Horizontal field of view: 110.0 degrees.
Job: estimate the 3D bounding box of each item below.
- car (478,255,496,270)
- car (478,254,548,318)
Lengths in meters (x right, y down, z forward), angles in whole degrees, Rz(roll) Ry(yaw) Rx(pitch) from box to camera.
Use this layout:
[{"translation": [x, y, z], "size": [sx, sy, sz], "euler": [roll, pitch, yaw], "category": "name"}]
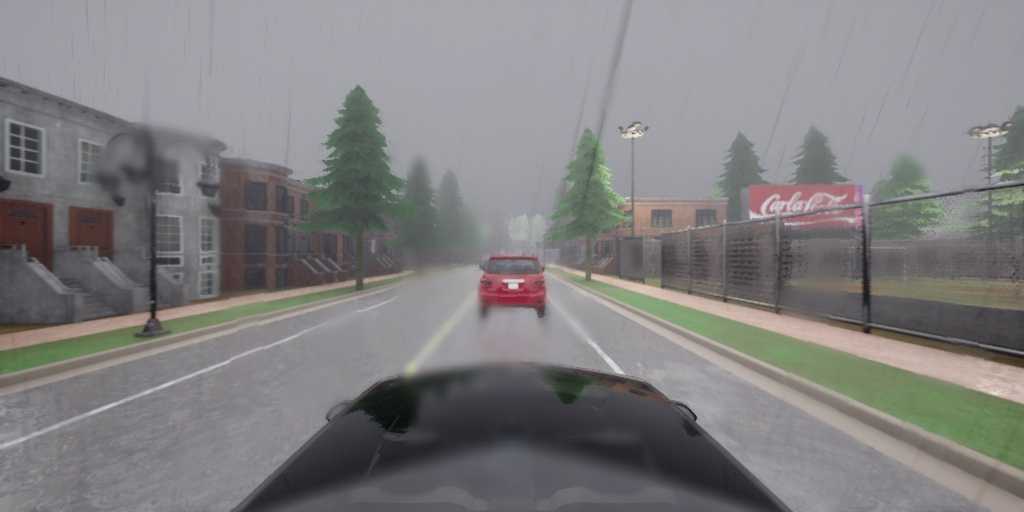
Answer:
[{"translation": [-3.578, 0.931, 52.141], "size": [2.150, 2.045, 5.566], "euler": [0, 0, 0], "category": "car"}, {"translation": [0.063, 0.963, 13.123], "size": [2.150, 2.045, 5.566], "euler": [0, 0, 0], "category": "car"}]
